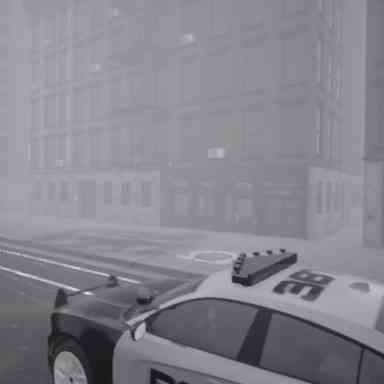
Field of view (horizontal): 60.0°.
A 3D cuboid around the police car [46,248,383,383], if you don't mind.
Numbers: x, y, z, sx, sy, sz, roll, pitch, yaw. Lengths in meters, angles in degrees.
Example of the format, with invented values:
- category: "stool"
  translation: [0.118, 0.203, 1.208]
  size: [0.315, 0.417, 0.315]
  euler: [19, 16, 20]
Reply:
- category: "police car"
  translation: [0.552, 1.409, 3.166]
  size: [5.238, 1.638, 1.930]
  euler: [1, 1, 35]
